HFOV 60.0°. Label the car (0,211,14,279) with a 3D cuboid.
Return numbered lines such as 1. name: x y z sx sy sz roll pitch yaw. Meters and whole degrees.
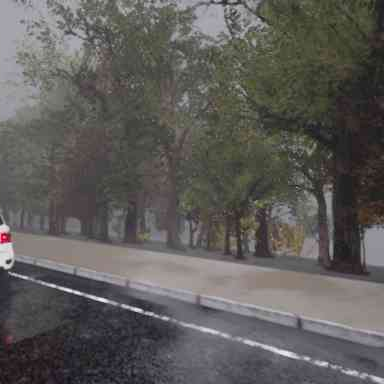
1. car: -6.801 1.204 8.545 5.566 2.045 2.150 0 0 36
